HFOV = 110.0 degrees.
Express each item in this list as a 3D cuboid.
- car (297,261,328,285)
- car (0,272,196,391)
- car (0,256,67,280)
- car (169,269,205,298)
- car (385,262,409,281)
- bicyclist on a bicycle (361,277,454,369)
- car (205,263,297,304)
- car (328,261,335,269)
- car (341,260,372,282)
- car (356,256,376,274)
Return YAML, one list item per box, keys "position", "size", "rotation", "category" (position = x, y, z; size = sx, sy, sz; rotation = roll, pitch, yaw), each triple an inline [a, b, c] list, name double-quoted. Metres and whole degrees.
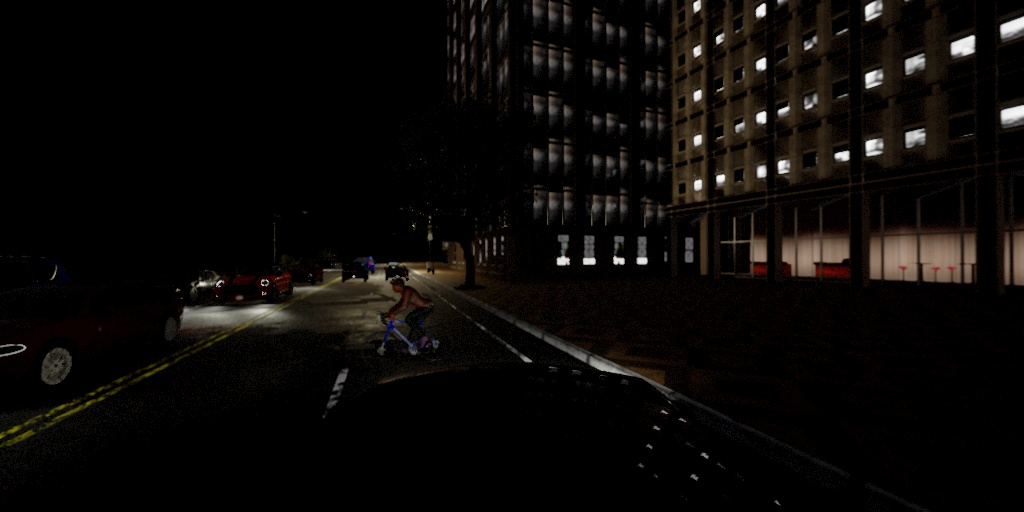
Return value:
- position: [-15.468, 1.290, 26.882]
  size: [1.882, 1.535, 5.008]
  rotation: [0, 0, -19]
  category: "car"
- position: [-8.358, 1.252, 6.687]
  size: [1.882, 1.535, 5.008]
  rotation: [0, 0, -20]
  category: "car"
- position: [-11.987, 1.006, 7.191]
  size: [2.150, 2.045, 5.566]
  rotation: [0, 0, -20]
  category: "car"
- position: [-15.521, 1.349, 17.190]
  size: [2.033, 1.411, 5.357]
  rotation: [0, 0, -19]
  category: "car"
- position: [-10.153, 1.407, 31.576]
  size: [1.895, 1.301, 4.718]
  rotation: [0, 0, -19]
  category: "car"
- position: [-1.904, 1.209, 6.573]
  size: [1.656, 1.620, 0.582]
  rotation: [-2, 1, -20]
  category: "bicyclist on a bicycle"
- position: [-11.963, 1.145, 16.875]
  size: [2.097, 1.767, 4.553]
  rotation: [0, 0, -19]
  category: "car"
- position: [-29.880, 1.437, 57.821]
  size: [1.994, 1.385, 4.181]
  rotation: [0, 0, -19]
  category: "car"
- position: [-12.981, 1.316, 29.906]
  size: [1.837, 1.490, 4.892]
  rotation: [0, 0, -19]
  category: "car"
- position: [-17.405, 1.055, 42.392]
  size: [2.150, 2.045, 5.566]
  rotation: [0, 0, -19]
  category: "car"
